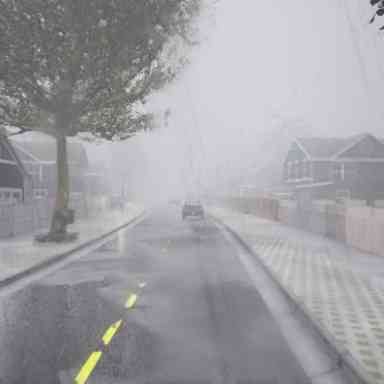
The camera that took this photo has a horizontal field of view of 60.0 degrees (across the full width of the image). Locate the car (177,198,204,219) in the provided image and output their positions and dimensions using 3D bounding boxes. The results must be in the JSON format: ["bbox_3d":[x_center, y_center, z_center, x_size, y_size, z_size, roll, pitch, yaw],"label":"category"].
[{"bbox_3d":[-0.006,1.529,29.373,2.128,1.511,4.902,0,0,-3],"label":"car"}]

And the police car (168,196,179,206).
[{"bbox_3d":[-3.087,1.519,56.743,1.930,1.638,5.238,0,0,-9],"label":"police car"}]
